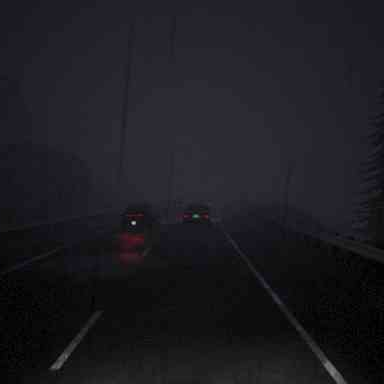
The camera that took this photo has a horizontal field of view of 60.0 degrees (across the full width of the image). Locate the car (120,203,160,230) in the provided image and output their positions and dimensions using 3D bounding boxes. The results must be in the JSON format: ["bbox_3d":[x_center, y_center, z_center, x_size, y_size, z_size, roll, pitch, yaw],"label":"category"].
[{"bbox_3d":[-3.179,1.471,21.028,1.837,1.490,4.892,0,0,2],"label":"car"}]

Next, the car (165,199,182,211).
[{"bbox_3d":[-2.018,1.485,39.513,2.033,1.411,5.357,0,0,6],"label":"car"}]

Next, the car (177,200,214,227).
[{"bbox_3d":[0.354,1.512,22.490,2.033,1.411,5.357,0,0,2],"label":"car"}]
